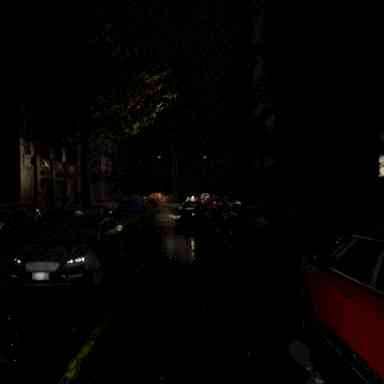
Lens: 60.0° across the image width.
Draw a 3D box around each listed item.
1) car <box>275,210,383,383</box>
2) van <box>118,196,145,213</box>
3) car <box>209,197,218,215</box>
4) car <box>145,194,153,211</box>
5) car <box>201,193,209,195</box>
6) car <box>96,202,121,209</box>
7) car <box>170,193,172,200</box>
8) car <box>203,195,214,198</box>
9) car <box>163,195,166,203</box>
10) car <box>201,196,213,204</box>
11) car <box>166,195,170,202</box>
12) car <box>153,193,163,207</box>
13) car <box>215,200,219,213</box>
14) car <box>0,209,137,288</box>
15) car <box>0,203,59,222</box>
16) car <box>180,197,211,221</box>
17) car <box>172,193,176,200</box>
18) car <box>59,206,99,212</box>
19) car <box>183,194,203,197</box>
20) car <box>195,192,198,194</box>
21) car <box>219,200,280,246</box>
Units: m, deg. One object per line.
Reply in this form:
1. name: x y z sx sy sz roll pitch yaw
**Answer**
1. car: 2.668 1.300 3.577 2.192 1.841 5.009 0 0 0
2. van: -5.872 1.230 31.779 1.690 1.788 3.998 0 0 0
3. car: 2.654 1.471 31.771 1.802 1.307 4.206 0 0 0
4. car: -5.874 1.318 37.419 1.967 1.590 4.097 0 0 0
5. car: 2.647 1.295 48.688 1.967 1.590 4.097 0 0 0
6. car: -5.865 1.499 20.501 1.802 1.307 4.206 0 0 0
7. car: -5.889 1.264 71.256 1.967 1.590 4.097 0 0 0
8. car: 2.649 1.411 43.050 1.887 1.381 4.507 0 0 0
9. car: -5.881 1.158 54.337 2.192 1.841 5.009 0 0 0
10. car: 2.641 1.400 59.967 1.947 1.339 4.313 0 0 0
11. car: -5.887 1.268 65.617 1.967 1.590 4.097 0 0 0
12. car: -5.879 1.169 48.698 2.192 1.841 5.009 0 0 0
13. car: 2.660 1.443 20.664 1.752 1.417 4.829 0 0 0
14. car: -3.104 1.453 9.259 2.128 1.511 4.902 0 0 0
15. car: -5.860 1.276 9.222 2.192 1.841 5.009 0 0 0
16. car: 0.089 1.393 26.338 2.128 1.511 4.902 0 0 0
17. car: -5.904 1.351 87.972 1.752 1.417 4.829 0 0 1
18. car: -5.863 1.504 14.863 1.947 1.339 4.313 0 0 0
19. car: 0.080 1.356 44.678 2.128 1.511 4.902 0 0 0
20. car: 2.626 1.144 93.798 2.192 1.841 5.009 0 0 0
21. car: 2.663 1.254 14.856 2.192 1.841 5.009 0 0 0
